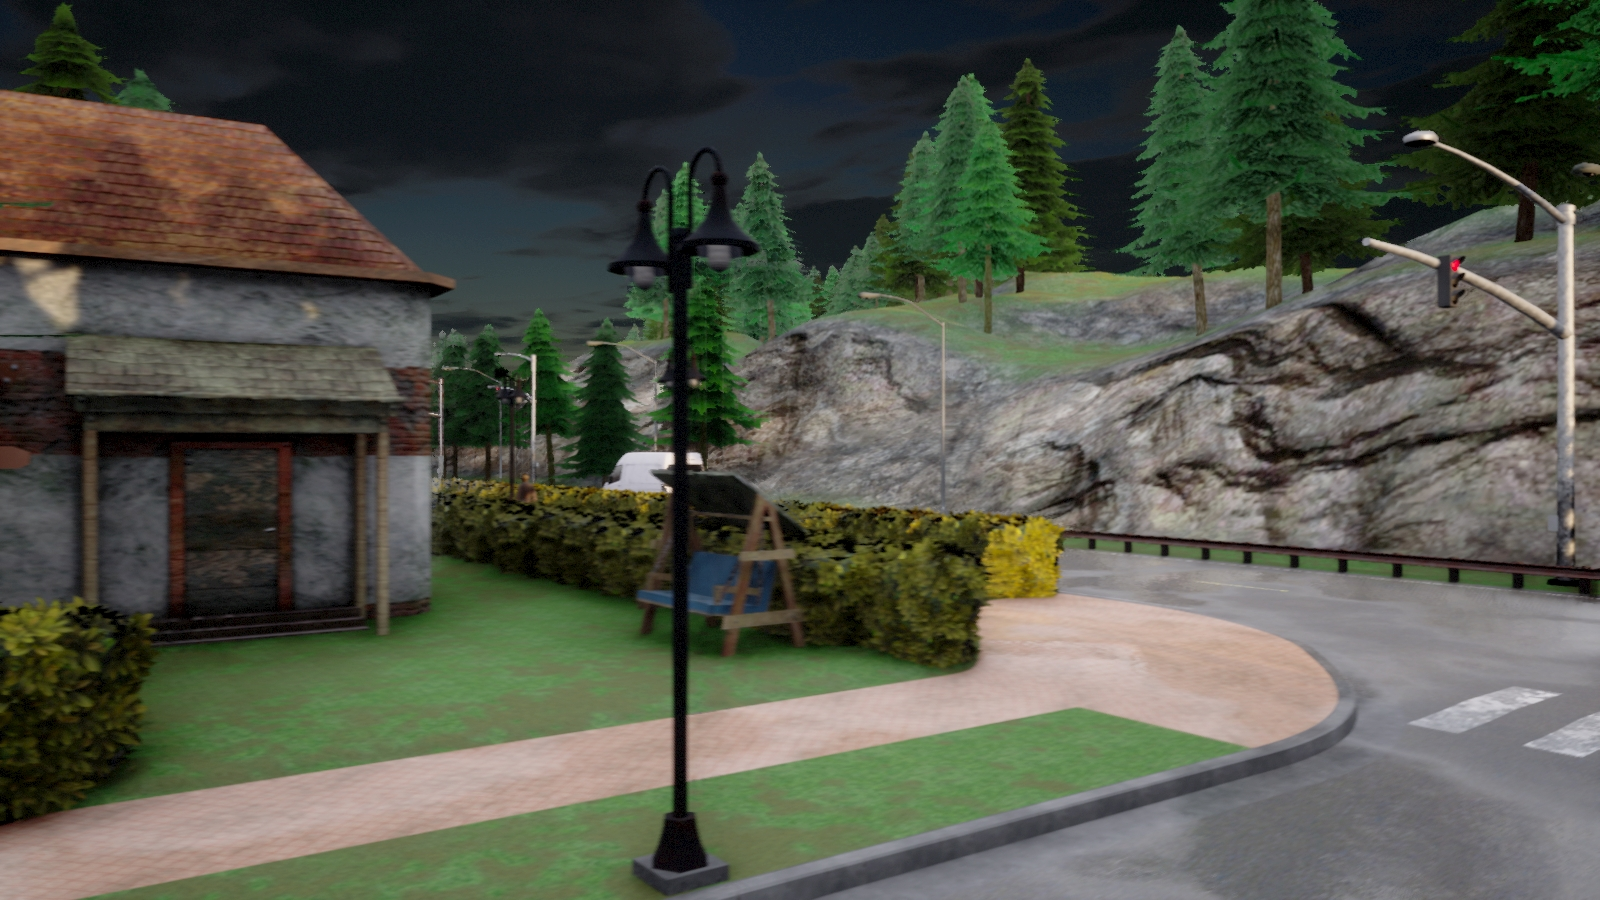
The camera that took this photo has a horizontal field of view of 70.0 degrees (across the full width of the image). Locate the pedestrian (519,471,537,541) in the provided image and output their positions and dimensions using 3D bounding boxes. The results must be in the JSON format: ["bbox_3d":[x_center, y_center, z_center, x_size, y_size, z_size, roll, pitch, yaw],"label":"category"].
[{"bbox_3d":[-7.347,1.501,30.870,0.375,1.860,0.375,0,0,-36],"label":"pedestrian"}]

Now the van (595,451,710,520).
[{"bbox_3d":[-5.994,1.339,45.729,1.988,2.561,5.915,0,0,-35],"label":"van"}]
